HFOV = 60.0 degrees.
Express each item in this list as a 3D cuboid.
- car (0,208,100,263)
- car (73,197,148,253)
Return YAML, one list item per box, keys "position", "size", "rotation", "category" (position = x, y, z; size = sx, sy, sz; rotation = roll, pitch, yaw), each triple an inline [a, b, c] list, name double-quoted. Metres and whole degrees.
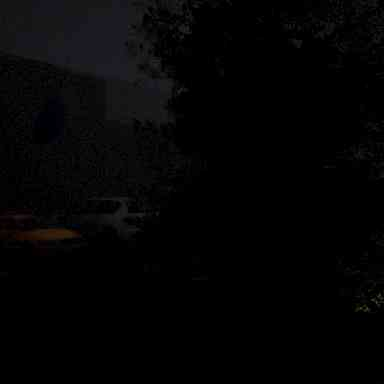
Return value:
- position: [-5.986, 1.485, 12.078]
  size: [5.366, 1.575, 1.946]
  rotation: [-1, -1, 35]
  category: "car"
- position: [-3.719, 1.233, 13.939]
  size: [5.566, 2.045, 2.435]
  rotation: [-1, 0, 35]
  category: "car"
